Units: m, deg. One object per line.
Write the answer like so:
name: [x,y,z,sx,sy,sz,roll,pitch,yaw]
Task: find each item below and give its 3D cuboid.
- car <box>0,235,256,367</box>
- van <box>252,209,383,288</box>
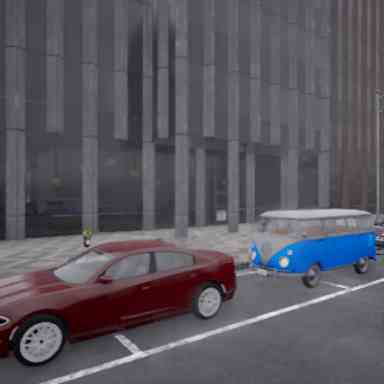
car: [-1.223,1.554,5.779,4.507,1.381,1.887,0,0,-35]
van: [3.366,1.373,9.053,3.998,1.788,1.690,0,0,-35]
